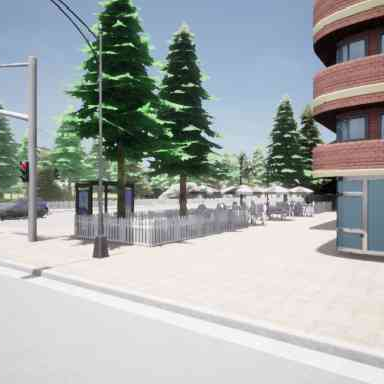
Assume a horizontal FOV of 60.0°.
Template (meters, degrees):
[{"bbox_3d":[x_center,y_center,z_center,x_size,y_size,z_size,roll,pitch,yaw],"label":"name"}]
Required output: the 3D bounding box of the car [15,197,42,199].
[{"bbox_3d":[-15.683,1.296,30.561,2.097,1.767,4.553,0,0,36],"label":"car"}]

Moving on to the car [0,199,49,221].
[{"bbox_3d":[-14.061,1.508,26.683,1.994,1.385,4.181,0,0,34],"label":"car"}]
